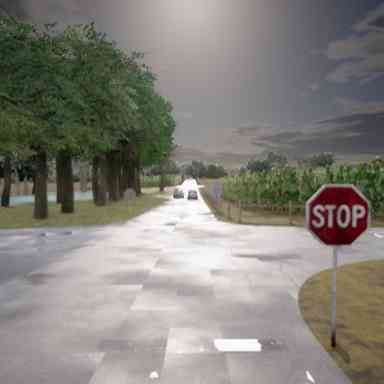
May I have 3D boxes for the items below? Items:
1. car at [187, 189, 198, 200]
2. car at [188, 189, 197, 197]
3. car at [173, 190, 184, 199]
[{"bbox_3d":[0.111,0.709,61.498,1.994,1.385,4.181,0,2,0],"label":"car"},{"bbox_3d":[0.130,0.134,71.485,1.882,1.535,5.008,0,2,0],"label":"car"},{"bbox_3d":[-2.631,0.369,65.698,2.097,1.767,4.553,0,2,0],"label":"car"}]
